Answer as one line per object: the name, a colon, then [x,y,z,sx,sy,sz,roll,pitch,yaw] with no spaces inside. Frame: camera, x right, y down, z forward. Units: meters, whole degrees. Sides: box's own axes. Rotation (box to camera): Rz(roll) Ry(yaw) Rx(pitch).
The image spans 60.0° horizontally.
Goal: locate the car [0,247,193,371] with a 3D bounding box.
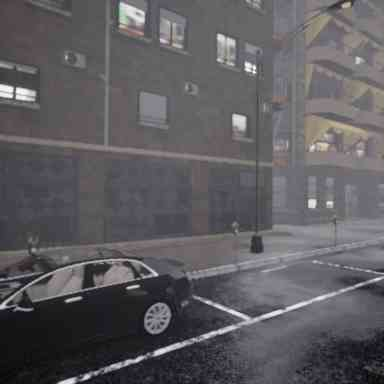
car: [-2.010,1.604,5.089,4.403,1.369,2.008,0,0,-37]
